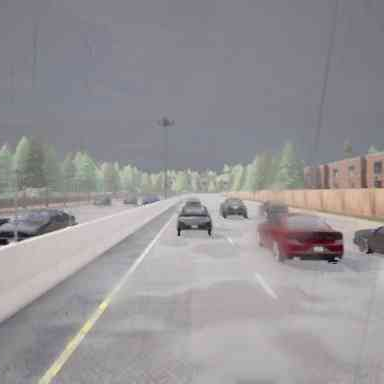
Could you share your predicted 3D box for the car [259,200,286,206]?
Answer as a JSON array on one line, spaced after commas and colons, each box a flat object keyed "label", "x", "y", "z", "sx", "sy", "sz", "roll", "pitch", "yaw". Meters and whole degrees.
[{"label": "car", "x": 7.147, "y": 1.509, "z": 29.386, "sx": 1.837, "sy": 1.490, "sz": 4.892, "roll": 0, "pitch": 0, "yaw": 0}]

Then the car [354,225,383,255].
[{"label": "car", "x": 7.109, "y": 1.552, "z": 10.378, "sx": 2.033, "sy": 1.411, "sz": 5.357, "roll": 0, "pitch": 0, "yaw": 0}]

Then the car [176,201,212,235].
[{"label": "car", "x": 0.130, "y": 1.491, "z": 18.823, "sx": 2.128, "sy": 1.511, "sz": 4.902, "roll": 0, "pitch": 0, "yaw": 0}]

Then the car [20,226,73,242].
[{"label": "car", "x": -7.077, "y": 1.543, "z": 15.686, "sx": 2.033, "sy": 1.411, "sz": 5.357, "roll": 0, "pitch": 0, "yaw": 0}]

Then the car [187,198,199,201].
[{"label": "car", "x": 0.164, "y": 1.505, "z": 39.750, "sx": 1.837, "sy": 1.490, "sz": 4.892, "roll": 0, "pitch": 0, "yaw": 0}]

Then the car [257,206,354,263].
[{"label": "car", "x": 3.620, "y": 1.480, "z": 11.986, "sx": 1.882, "sy": 1.535, "sz": 5.008, "roll": 0, "pitch": 0, "yaw": 0}]

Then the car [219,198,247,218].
[{"label": "car", "x": 3.648, "y": 1.354, "z": 30.088, "sx": 2.097, "sy": 1.767, "sz": 4.553, "roll": 0, "pitch": 0, "yaw": 0}]
